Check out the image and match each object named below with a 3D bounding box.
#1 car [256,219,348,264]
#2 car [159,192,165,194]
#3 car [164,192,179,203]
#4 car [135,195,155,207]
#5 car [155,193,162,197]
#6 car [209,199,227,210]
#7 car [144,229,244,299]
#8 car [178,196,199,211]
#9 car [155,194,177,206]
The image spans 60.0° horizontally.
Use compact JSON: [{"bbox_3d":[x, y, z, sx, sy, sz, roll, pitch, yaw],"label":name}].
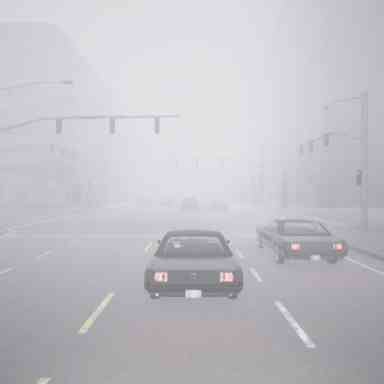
[{"bbox_3d":[3.551,1.590,11.754,1.895,1.301,4.718,0,0,0],"label":"car"},{"bbox_3d":[-7.148,0.766,81.968,2.150,2.045,5.566,0,0,1],"label":"car"},{"bbox_3d":[-3.813,1.159,67.203,2.150,2.045,5.566,0,0,1],"label":"car"},{"bbox_3d":[-7.507,1.305,51.587,2.097,1.767,4.553,0,0,0],"label":"car"},{"bbox_3d":[-7.319,1.465,66.498,1.812,1.442,4.674,0,0,1],"label":"car"},{"bbox_3d":[3.226,1.526,41.464,1.994,1.385,4.181,0,0,-1],"label":"car"},{"bbox_3d":[0.044,1.593,8.368,1.895,1.301,4.718,0,0,0],"label":"car"},{"bbox_3d":[-0.262,1.321,40.575,2.097,1.767,4.553,0,0,-1],"label":"car"},{"bbox_3d":[-4.008,1.444,51.633,2.128,1.511,4.902,0,0,0],"label":"car"}]
